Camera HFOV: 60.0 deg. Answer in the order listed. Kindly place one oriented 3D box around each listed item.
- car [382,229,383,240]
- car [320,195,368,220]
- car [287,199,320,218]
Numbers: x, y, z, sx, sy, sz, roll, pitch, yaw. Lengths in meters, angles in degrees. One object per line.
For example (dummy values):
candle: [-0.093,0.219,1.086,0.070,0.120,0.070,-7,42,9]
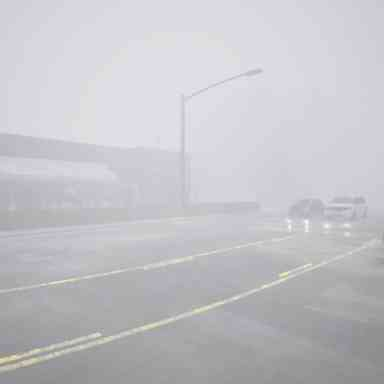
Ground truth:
car: [9.507,1.615,13.789,1.895,1.301,4.718,0,0,43]
car: [13.135,1.325,28.119,2.150,2.045,5.566,0,0,42]
car: [10.563,1.403,30.494,2.097,1.767,4.553,0,0,42]
